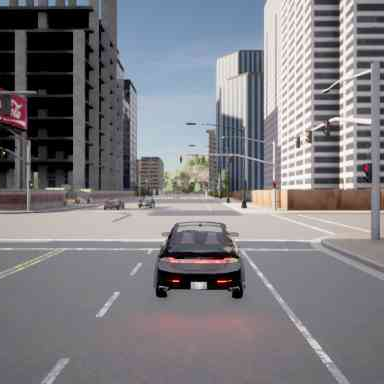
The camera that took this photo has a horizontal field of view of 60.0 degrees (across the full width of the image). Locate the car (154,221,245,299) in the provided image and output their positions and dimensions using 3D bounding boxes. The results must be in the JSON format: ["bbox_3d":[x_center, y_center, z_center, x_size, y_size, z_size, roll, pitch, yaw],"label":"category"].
[{"bbox_3d":[0.205,1.492,8.485,2.128,1.511,4.902,0,0,2],"label":"car"}]

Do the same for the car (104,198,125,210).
[{"bbox_3d":[-9.991,1.526,43.090,1.812,1.442,4.674,0,0,1],"label":"car"}]

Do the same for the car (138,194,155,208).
[{"bbox_3d":[-6.420,1.491,47.534,2.128,1.511,4.902,0,0,1],"label":"car"}]
